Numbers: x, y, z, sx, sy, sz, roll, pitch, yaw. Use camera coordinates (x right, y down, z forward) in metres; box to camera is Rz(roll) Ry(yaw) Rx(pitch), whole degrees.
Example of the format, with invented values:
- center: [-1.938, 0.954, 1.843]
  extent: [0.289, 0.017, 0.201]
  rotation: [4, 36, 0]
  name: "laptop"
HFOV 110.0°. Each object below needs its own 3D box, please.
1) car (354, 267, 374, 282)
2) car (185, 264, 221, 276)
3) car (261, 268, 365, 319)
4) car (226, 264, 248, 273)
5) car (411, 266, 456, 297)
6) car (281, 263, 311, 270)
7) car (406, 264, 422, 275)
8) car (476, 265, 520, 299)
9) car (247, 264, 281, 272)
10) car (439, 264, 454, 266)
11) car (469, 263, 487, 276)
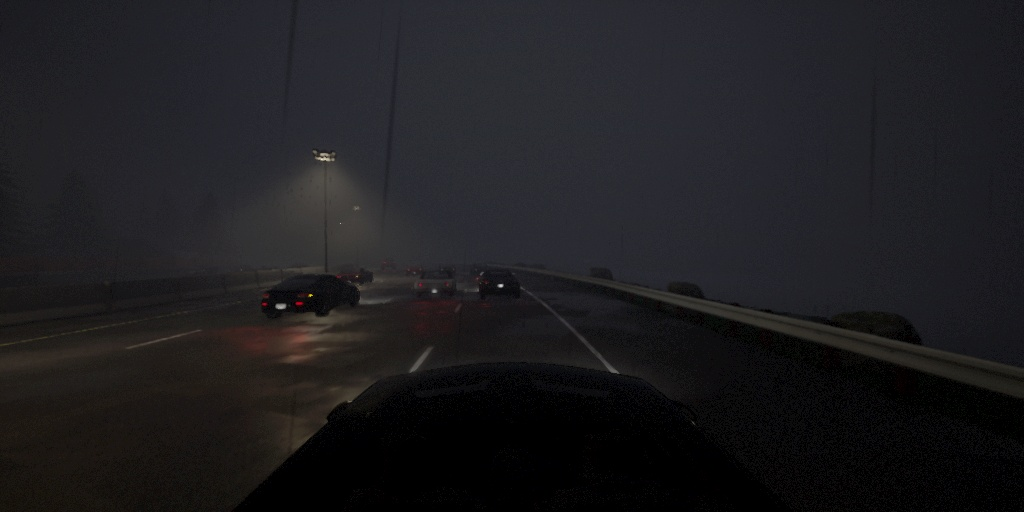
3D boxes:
- center: [-12.083, 1.535, 27.756]
  extent: [1.895, 1.301, 4.718]
  rotation: [-1, 0, -10]
  name: "car"
- center: [-37.644, 1.758, 43.762]
  extent: [2.128, 1.511, 4.902]
  rotation: [-1, 0, -16]
  name: "car"
- center: [-7.277, 1.381, 13.331]
  extent: [1.812, 1.442, 4.674]
  rotation: [0, 0, -4]
  name: "car"
- center: [-34.669, 1.760, 46.101]
  extent: [1.812, 1.442, 4.674]
  rotation: [-1, 0, -16]
  name: "car"
- center: [-4.046, 1.427, 19.713]
  extent: [1.895, 1.301, 4.718]
  rotation: [-1, 0, -7]
  name: "car"
- center: [-27.455, 1.638, 46.263]
  extent: [2.128, 1.511, 4.902]
  rotation: [-1, 0, -16]
  name: "car"
- center: [-11.286, 1.547, 41.718]
  extent: [1.895, 1.301, 4.718]
  rotation: [-1, 0, -14]
  name: "car"
- center: [-0.730, 1.348, 18.702]
  extent: [1.994, 1.385, 4.181]
  rotation: [-1, 0, -6]
  name: "car"
- center: [-30.684, 1.785, 44.899]
  extent: [1.895, 1.301, 4.718]
  rotation: [-1, 0, -16]
  name: "car"
- center: [-7.409, 1.498, 40.417]
  extent: [1.895, 1.301, 4.718]
  rotation: [-1, 0, -13]
  name: "car"
- center: [-3.575, 1.451, 39.211]
  extent: [1.895, 1.301, 4.718]
  rotation: [-1, 0, -13]
  name: "car"
